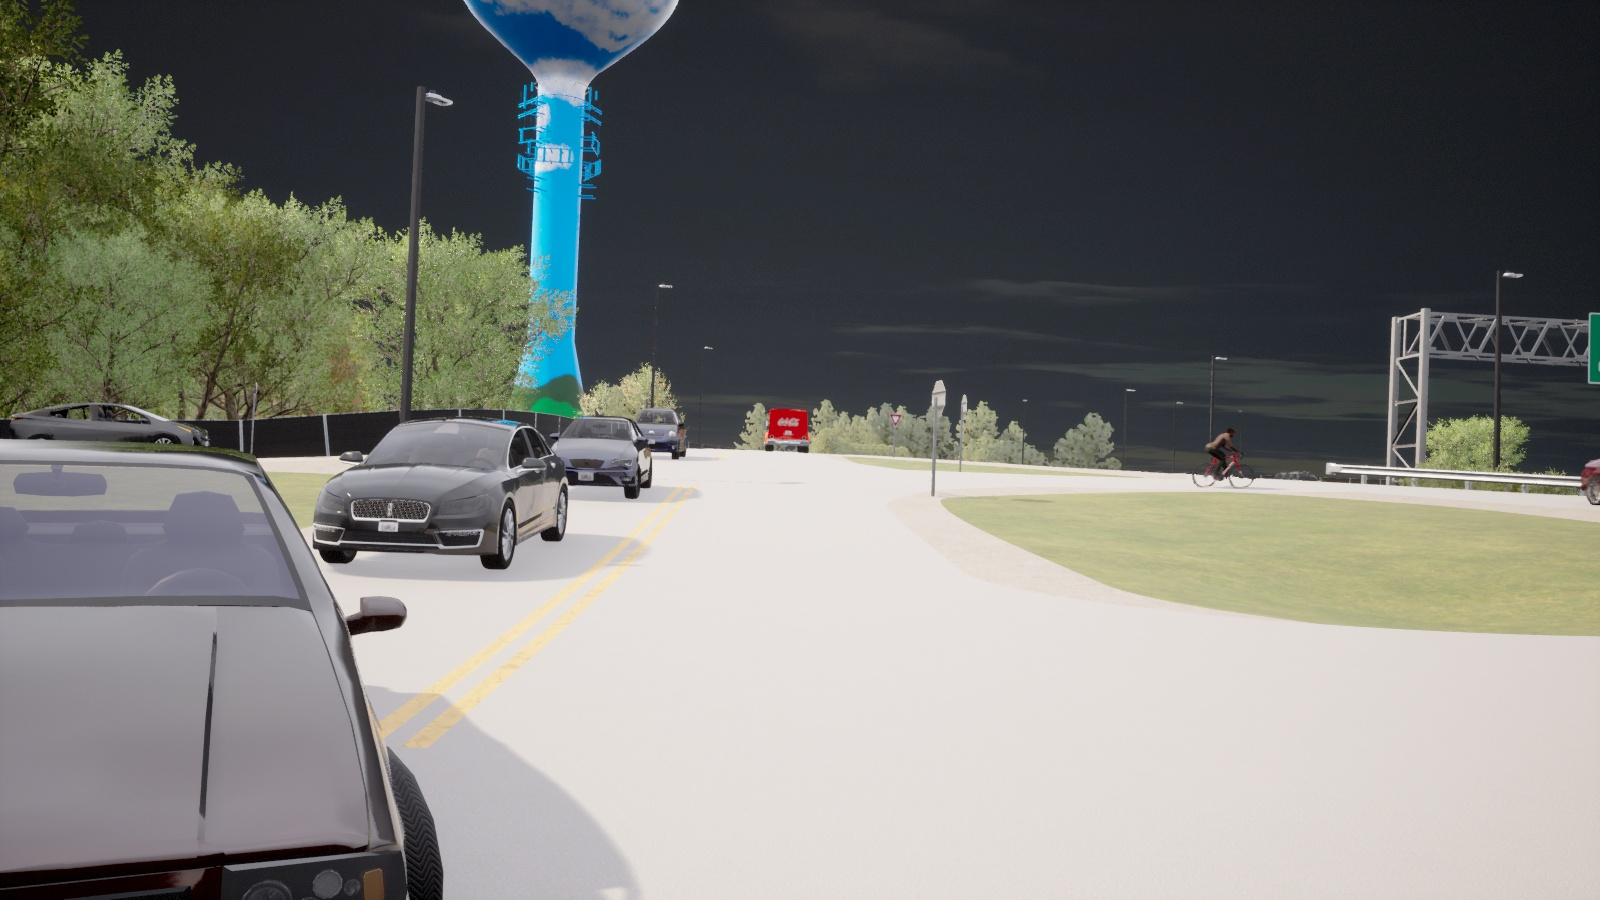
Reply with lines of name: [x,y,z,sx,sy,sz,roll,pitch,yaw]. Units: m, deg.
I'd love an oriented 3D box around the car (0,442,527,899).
car: [-2.553,0.719,4.461,2.033,1.411,5.357,1,1,-24]

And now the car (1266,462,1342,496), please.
car: [28.919,1.623,72.158,1.932,1.855,4.605,2,-1,-9]

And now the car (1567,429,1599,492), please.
car: [19.276,0.264,27.651,1.812,1.442,4.674,1,1,-1]

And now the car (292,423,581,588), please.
car: [-3.829,0.468,14.198,1.837,1.490,4.892,1,2,0]

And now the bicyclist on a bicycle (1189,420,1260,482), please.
bicyclist on a bicycle: [11.240,0.020,33.273,1.656,1.620,0.582,1,1,0]

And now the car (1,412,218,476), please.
car: [-17.764,-0.172,32.538,4.514,1.525,2.007,-1,0,-14]

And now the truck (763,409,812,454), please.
truck: [-0.798,-1.080,73.397,2.627,2.467,5.204,1,0,-3]

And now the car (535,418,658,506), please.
car: [-3.838,0.155,24.278,1.816,1.474,4.193,1,2,-2]

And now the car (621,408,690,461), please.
car: [-4.680,-0.516,41.172,1.851,1.617,3.988,1,1,-1]
